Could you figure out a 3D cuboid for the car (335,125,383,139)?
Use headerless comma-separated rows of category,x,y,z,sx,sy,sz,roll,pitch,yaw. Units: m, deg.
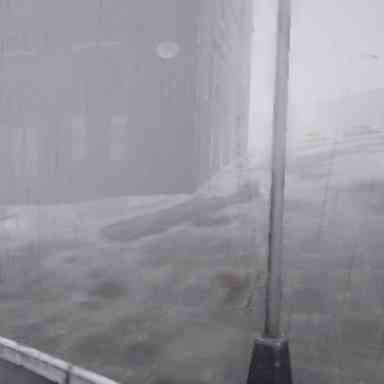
car,15.762,-5.192,29.694,2.185,1.767,4.553,1,2,-29

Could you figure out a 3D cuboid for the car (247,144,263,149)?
car,7.683,-5.635,44.117,2.231,1.521,4.892,1,2,-29

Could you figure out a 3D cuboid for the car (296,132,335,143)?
car,13.067,-5.386,34.508,2.185,1.767,4.553,1,2,-29
